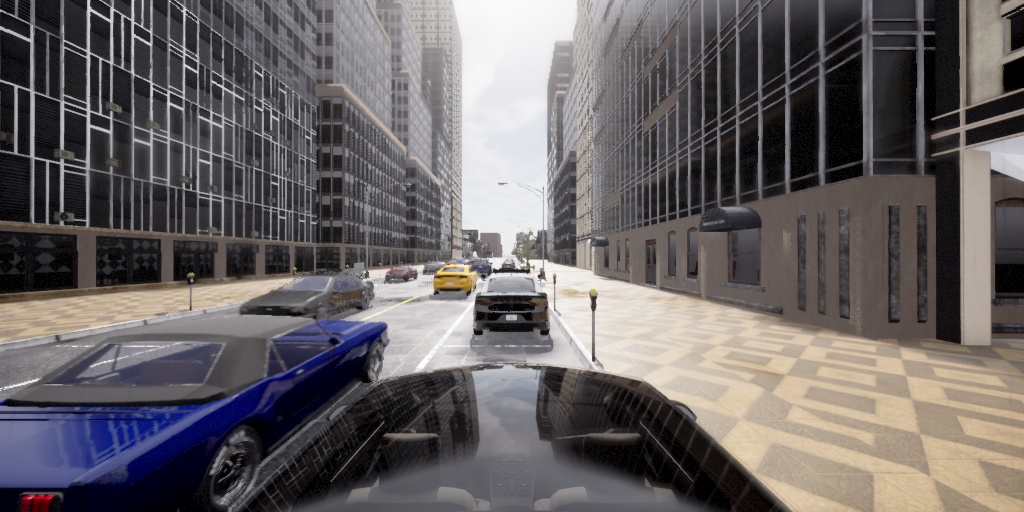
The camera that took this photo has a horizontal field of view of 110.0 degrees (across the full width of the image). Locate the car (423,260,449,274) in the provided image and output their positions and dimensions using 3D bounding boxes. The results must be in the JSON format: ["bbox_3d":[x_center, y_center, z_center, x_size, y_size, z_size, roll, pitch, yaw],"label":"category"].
[{"bbox_3d":[-8.836,1.286,40.419,2.007,1.370,4.403,0,0,0],"label":"car"}]

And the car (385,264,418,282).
[{"bbox_3d":[-8.835,1.325,29.033,1.802,1.307,4.207,0,0,0],"label":"car"}]

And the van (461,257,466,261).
[{"bbox_3d":[-8.836,1.064,57.496,1.690,1.789,3.998,0,0,0],"label":"van"}]

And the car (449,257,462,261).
[{"bbox_3d":[-8.836,1.273,51.803,1.888,1.381,4.507,0,0,0],"label":"car"}]

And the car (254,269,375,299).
[{"bbox_3d":[-6.246,1.296,11.795,2.033,1.411,5.357,0,0,0],"label":"car"}]

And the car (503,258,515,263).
[{"bbox_3d":[-0.455,1.298,46.099,1.948,1.339,4.313,0,0,0],"label":"car"}]

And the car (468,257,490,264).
[{"bbox_3d":[-3.145,1.089,37.850,2.097,1.767,4.553,0,0,0],"label":"car"}]

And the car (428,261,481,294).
[{"bbox_3d":[-3.046,1.224,20.031,1.882,1.535,5.008,0,0,0],"label":"car"}]

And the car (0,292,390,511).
[{"bbox_3d":[-3.046,1.351,4.145,1.895,1.301,4.718,0,0,0],"label":"car"}]

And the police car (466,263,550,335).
[{"bbox_3d":[-0.012,1.174,10.609,1.930,1.638,5.238,0,0,0],"label":"police car"}]
